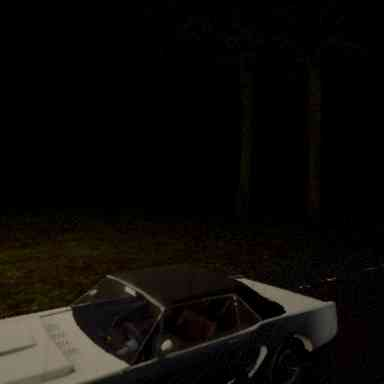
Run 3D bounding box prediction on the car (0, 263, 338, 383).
[{"bbox_3d":[-0.541,1.602,3.607,4.718,1.301,1.895,0,0,-36],"label":"car"}]
